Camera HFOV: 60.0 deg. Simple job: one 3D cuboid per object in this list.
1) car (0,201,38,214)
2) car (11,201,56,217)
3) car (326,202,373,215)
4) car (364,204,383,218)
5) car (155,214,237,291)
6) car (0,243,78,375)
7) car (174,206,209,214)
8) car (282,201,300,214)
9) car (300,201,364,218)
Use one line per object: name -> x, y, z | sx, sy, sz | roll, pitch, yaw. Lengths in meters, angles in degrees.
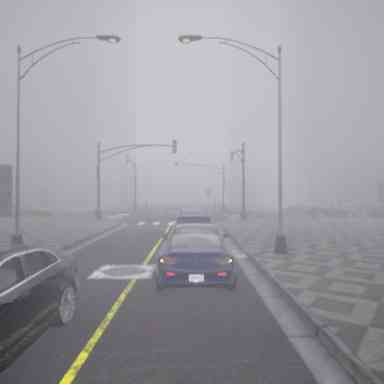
car -> -20.201, 1.747, 37.880 | 4.403, 1.369, 2.008 | 0, -1, 0
car -> -14.622, 1.567, 29.382 | 4.829, 1.417, 1.752 | 0, -1, 0
car -> 17.961, 1.861, 38.049 | 4.403, 1.369, 2.008 | 0, -1, 0
car -> 17.969, 1.709, 29.526 | 4.313, 1.339, 1.947 | 0, -1, 0
car -> 0.094, 1.568, 8.985 | 1.812, 1.442, 4.674 | 0, 0, 0
car -> -3.005, 1.512, 4.270 | 2.128, 1.511, 4.902 | 0, 0, 0
car -> 0.014, 1.568, 19.324 | 1.882, 1.535, 5.008 | 0, 0, -2
car -> 12.291, 1.730, 38.026 | 4.097, 1.590, 1.967 | 0, -1, 0
car -> 12.299, 1.673, 29.501 | 4.403, 1.369, 2.008 | 0, -1, 0
